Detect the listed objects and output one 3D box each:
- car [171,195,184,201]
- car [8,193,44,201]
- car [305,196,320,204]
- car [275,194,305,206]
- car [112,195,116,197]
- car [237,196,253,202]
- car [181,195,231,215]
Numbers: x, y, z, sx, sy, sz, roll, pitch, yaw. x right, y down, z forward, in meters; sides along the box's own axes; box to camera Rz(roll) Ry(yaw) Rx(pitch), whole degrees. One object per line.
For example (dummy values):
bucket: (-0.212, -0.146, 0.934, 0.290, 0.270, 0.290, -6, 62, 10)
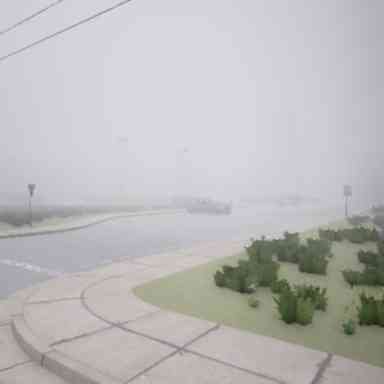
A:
car: (-1.141, 1.285, 52.909, 4.605, 1.855, 1.932, 0, 0, 35)
car: (-27.232, 1.171, 54.906, 2.150, 2.045, 5.566, 0, 0, 37)
car: (22.826, 1.492, 65.030, 4.193, 1.474, 1.816, 0, 0, 35)
car: (15.561, 1.299, 53.658, 3.866, 1.878, 1.905, 0, 0, 35)
car: (-16.279, 1.450, 70.399, 1.812, 1.442, 4.674, 0, 0, 35)
car: (11.601, 1.496, 71.429, 3.905, 1.438, 1.784, 0, 0, 35)
car: (1.681, 1.466, 33.826, 4.611, 1.667, 2.242, 0, 0, 35)
